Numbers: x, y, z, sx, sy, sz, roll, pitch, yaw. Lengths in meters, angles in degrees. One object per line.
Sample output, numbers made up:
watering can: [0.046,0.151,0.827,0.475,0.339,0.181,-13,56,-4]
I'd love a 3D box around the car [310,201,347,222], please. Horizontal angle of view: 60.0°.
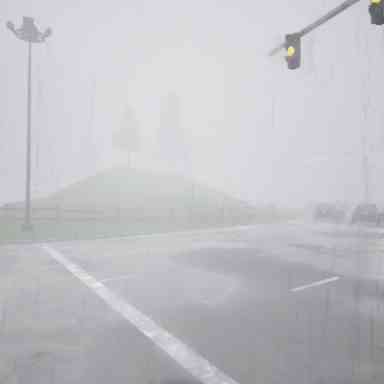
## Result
car: [12.797,1.746,30.906,2.097,1.767,4.553,0,-1,33]

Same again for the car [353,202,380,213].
car: [25.462,2.222,48.820,1.994,1.385,4.181,0,-1,4]

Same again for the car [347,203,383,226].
car: [14.554,1.721,27.252,2.097,1.767,4.553,0,-1,36]

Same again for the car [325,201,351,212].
car: [22.060,2.157,50.450,1.837,1.490,4.892,1,0,2]

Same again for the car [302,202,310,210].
car: [18.595,2.180,51.015,2.033,1.411,5.357,0,-1,1]
